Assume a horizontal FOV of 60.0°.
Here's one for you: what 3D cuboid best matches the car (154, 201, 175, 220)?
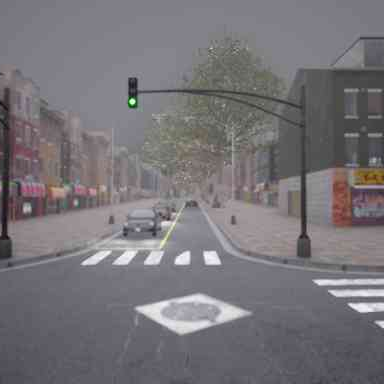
[{"bbox_3d":[-2.876,1.772,29.951,1.994,1.385,4.181,0,0,0],"label":"car"}]

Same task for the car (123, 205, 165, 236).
[{"bbox_3d":[-2.867,1.731,19.931,1.812,1.442,4.674,0,0,0],"label":"car"}]

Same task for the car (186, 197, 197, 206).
[{"bbox_3d":[-0.055,1.672,60.302,1.994,1.385,4.181,0,0,0],"label":"car"}]

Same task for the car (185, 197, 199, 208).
[{"bbox_3d":[-0.045,1.615,49.879,1.882,1.535,5.008,0,0,0],"label":"car"}]

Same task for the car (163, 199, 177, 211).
[{"bbox_3d":[-2.874,1.675,40.409,1.837,1.490,4.892,0,0,0],"label":"car"}]
